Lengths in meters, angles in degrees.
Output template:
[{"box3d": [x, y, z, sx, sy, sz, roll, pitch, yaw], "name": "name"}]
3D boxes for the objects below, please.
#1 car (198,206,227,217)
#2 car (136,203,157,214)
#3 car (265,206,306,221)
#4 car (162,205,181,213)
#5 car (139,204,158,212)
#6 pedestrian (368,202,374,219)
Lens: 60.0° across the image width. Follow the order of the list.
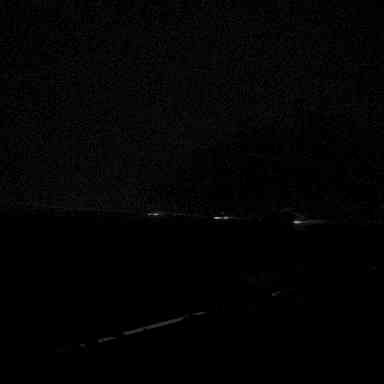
[{"box3d": [2.754, 2.671, 46.143, 1.837, 1.490, 4.892, 1, -2, -33], "name": "car"}, {"box3d": [-8.778, 3.048, 63.936, 2.150, 2.045, 5.566, 1, -2, -33], "name": "car"}, {"box3d": [9.818, 2.257, 35.353, 1.812, 1.442, 4.674, 1, -2, -33], "name": "car"}, {"box3d": [-3.880, 3.275, 62.847, 1.812, 1.442, 4.674, 1, -2, -33], "name": "car"}, {"box3d": [-9.362, 3.350, 71.223, 1.882, 1.535, 5.008, 1, -2, -33], "name": "car"}, {"box3d": [18.936, 1.914, 35.302, 0.375, 1.860, 0.375, -2, 1, -33], "name": "pedestrian"}]
